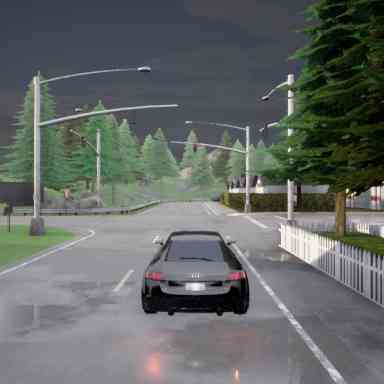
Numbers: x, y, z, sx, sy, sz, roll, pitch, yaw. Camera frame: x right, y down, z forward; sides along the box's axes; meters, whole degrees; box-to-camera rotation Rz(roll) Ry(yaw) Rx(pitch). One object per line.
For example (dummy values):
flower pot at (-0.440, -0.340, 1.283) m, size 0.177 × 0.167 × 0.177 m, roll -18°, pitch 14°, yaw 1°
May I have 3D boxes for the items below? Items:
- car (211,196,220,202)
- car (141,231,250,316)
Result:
car at (6.702, 1.525, 72.823) m, size 5.357 × 1.411 × 2.033 m, roll 0°, pitch 0°, yaw -22°
car at (0.075, 1.564, 7.604) m, size 1.994 × 1.385 × 4.181 m, roll 0°, pitch 0°, yaw 1°
